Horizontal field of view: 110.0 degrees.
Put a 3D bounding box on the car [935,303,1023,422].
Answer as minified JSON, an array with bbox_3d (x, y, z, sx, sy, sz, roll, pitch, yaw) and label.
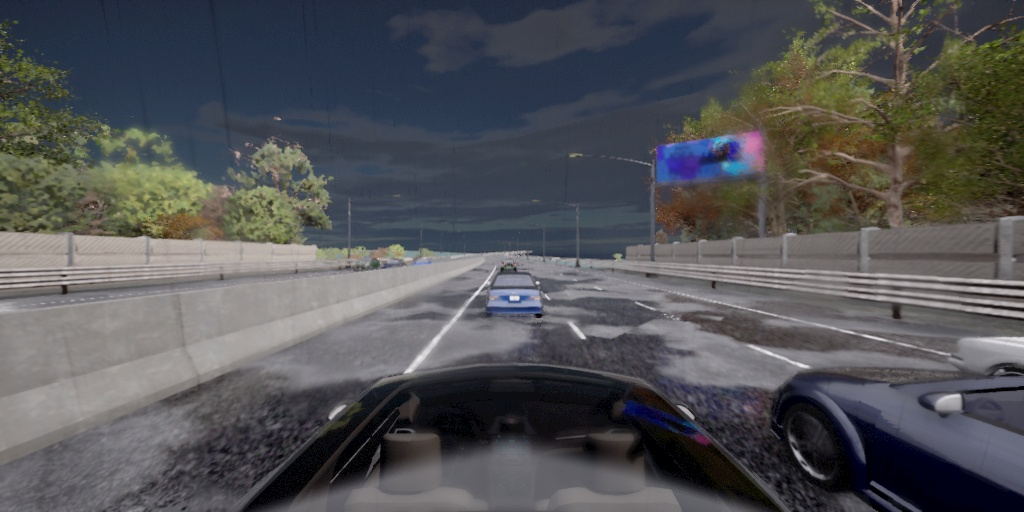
[{"bbox_3d":[7.094,1.345,2.849,1.895,1.301,4.718,0,0,0],"label":"car"}]

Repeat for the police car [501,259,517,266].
[{"bbox_3d":[-0.414,1.116,43.365,2.038,1.542,4.974,0,0,-1],"label":"police car"}]

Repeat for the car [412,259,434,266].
[{"bbox_3d":[-11.141,1.086,45.169,1.882,1.535,5.008,0,0,-1],"label":"car"}]

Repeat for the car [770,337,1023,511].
[{"bbox_3d":[3.591,1.312,1.880,1.994,1.385,4.181,0,0,0],"label":"car"}]

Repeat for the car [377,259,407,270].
[{"bbox_3d":[-14.634,1.158,44.872,2.033,1.411,5.357,0,0,-1],"label":"car"}]

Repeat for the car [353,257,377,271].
[{"bbox_3d":[-18.135,0.962,44.946,2.097,1.767,4.553,0,0,-1],"label":"car"}]

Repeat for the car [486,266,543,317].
[{"bbox_3d":[0.054,1.264,12.913,2.033,1.411,5.357,0,0,0],"label":"car"}]
